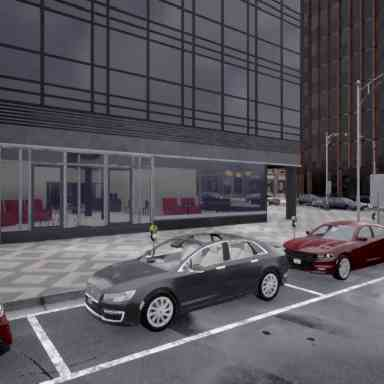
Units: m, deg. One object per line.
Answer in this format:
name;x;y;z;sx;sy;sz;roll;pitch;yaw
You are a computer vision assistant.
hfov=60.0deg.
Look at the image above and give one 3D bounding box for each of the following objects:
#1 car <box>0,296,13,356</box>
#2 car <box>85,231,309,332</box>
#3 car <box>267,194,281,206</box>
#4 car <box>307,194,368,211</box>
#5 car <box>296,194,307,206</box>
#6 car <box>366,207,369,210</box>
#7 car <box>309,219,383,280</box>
car;-4.335;1.440;3.558;4.097;1.590;1.967;0;0;-36
car;0.106;1.551;6.729;4.403;1.369;2.008;0;0;-36
car;8.985;0.961;42.144;1.837;1.490;4.892;0;1;-36
car;14.916;1.203;33.781;2.033;1.411;5.357;0;1;-41
car;14.117;1.045;40.482;1.837;1.490;4.892;0;2;-36
car;8.988;1.441;13.072;4.097;1.590;1.967;0;0;-36
car;4.547;1.545;9.901;4.507;1.381;1.887;0;0;-36
